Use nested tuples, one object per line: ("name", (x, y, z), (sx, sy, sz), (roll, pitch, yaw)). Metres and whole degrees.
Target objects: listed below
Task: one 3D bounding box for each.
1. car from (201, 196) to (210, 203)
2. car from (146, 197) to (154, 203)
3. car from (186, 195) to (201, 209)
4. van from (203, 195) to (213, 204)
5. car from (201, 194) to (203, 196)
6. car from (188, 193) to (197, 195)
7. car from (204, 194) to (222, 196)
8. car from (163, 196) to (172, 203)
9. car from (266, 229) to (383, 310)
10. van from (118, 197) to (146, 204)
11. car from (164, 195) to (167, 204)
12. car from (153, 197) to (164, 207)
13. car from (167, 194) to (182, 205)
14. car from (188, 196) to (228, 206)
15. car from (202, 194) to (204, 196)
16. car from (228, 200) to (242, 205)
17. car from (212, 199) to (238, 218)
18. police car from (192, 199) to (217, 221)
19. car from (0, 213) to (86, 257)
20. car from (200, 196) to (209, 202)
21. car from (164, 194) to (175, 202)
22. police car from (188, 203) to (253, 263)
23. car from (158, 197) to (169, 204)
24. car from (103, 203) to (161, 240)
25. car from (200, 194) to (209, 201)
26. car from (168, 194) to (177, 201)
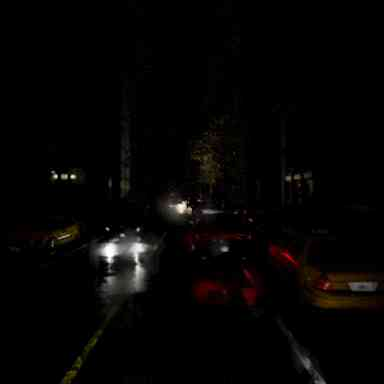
("car", (3.069, 1.665, 75.290), (1.802, 1.307, 4.206), (0, 0, 0))
("car", (-5.567, 1.567, 35.852), (1.947, 1.339, 4.313), (0, 0, 0))
("car", (0.144, 1.547, 46.628), (1.812, 1.442, 4.674), (0, 0, 1))
("van", (3.039, 1.396, 64.011), (1.690, 1.788, 3.998), (0, 0, 0))
("car", (3.022, 1.484, 58.371), (1.967, 1.590, 4.097), (0, 0, 0))
("car", (0.171, 1.270, 60.846), (2.150, 2.045, 5.566), (0, 0, 0))
("car", (2.974, 1.327, 41.453), (2.192, 1.841, 5.009), (0, 0, 0))
("car", (-5.456, 1.606, 75.154), (1.752, 1.417, 4.829), (0, 0, 0))
("car", (2.886, 1.522, 7.819), (1.752, 1.417, 4.829), (0, 0, 1))
("van", (-5.582, 1.336, 30.213), (1.690, 1.788, 3.998), (0, 0, 0))
("car", (-5.519, 1.576, 52.768), (1.887, 1.381, 4.507), (0, 0, 0))
("car", (-5.535, 1.460, 47.130), (1.967, 1.590, 4.097), (0, 0, 0))
("car", (-2.890, 1.396, 58.813), (2.097, 1.767, 4.553), (0, 0, 1))
("car", (0.959, 1.344, 21.906), (2.097, 1.767, 4.553), (0, 0, 0))
("car", (2.990, 1.337, 47.092), (2.192, 1.841, 5.009), (0, 0, 0))
("car", (2.927, 1.433, 24.535), (1.967, 1.590, 4.097), (0, 0, 0))
("car", (2.943, 1.437, 30.173), (1.967, 1.590, 4.097), (0, 0, 0))
("police car", (0.977, 1.420, 28.046), (1.930, 1.638, 5.238), (0, 0, 0))
("car", (-5.632, 1.519, 13.089), (1.752, 1.417, 4.829), (0, 0, 1))
("car", (3.085, 1.669, 80.927), (1.947, 1.339, 4.313), (0, 0, 0))
("car", (-5.440, 1.417, 80.962), (2.192, 1.841, 5.009), (0, 0, 0))
("police car", (0.932, 1.420, 12.045), (1.930, 1.638, 5.238), (0, 0, 0))
("car", (-5.487, 1.636, 64.047), (1.802, 1.307, 4.206), (0, 0, 0))
("car", (-3.057, 1.539, 17.311), (2.033, 1.411, 5.357), (0, 0, 0))
("car", (3.101, 1.441, 86.569), (2.192, 1.841, 5.009), (0, 0, 0))
("car", (-5.408, 1.462, 92.241), (2.192, 1.841, 5.009), (0, 0, 0))
